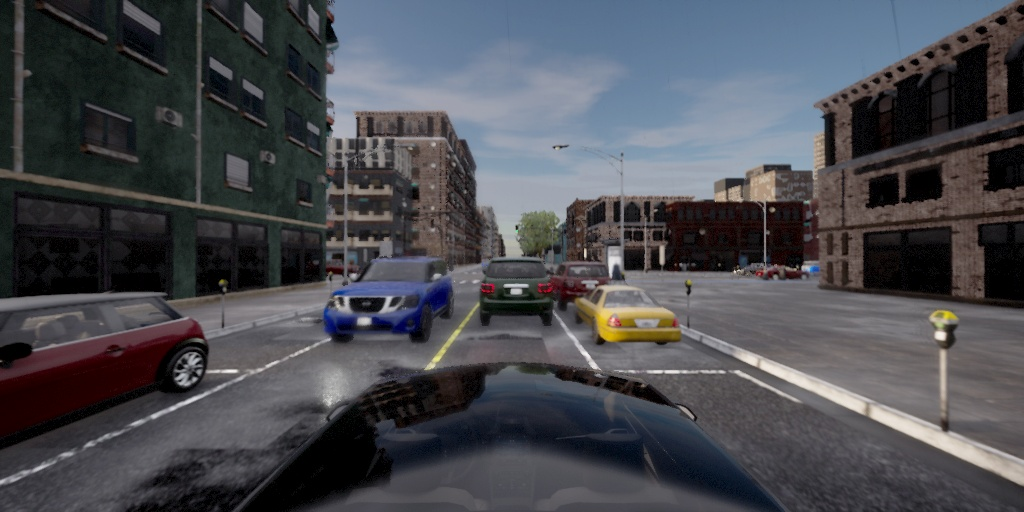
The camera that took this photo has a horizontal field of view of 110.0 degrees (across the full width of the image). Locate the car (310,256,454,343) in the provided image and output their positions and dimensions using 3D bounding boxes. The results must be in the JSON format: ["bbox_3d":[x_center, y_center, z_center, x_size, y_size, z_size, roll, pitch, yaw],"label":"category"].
[{"bbox_3d":[-3.072,1.027,10.254,2.150,2.045,5.566,0,0,0],"label":"car"}]

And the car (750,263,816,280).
[{"bbox_3d":[26.251,1.638,34.818,4.507,1.381,1.888,0,0,0],"label":"car"}]

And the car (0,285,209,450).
[{"bbox_3d":[-5.686,1.203,3.816,1.967,1.591,4.097,0,0,0],"label":"car"}]

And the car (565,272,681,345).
[{"bbox_3d":[2.713,1.325,9.498,1.751,1.417,4.829,0,0,0],"label":"car"}]

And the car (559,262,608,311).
[{"bbox_3d":[2.730,1.151,14.868,2.192,1.841,5.009,0,0,0],"label":"car"}]

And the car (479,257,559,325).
[{"bbox_3d":[0.136,1.044,12.342,2.150,2.045,5.566,0,0,0],"label":"car"}]

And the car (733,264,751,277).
[{"bbox_3d":[27.754,1.629,40.667,4.902,1.511,2.128,0,0,0],"label":"car"}]

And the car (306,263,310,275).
[{"bbox_3d":[-17.173,1.227,34.702,5.009,1.841,2.192,0,0,0],"label":"car"}]

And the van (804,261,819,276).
[{"bbox_3d":[37.268,1.543,43.293,3.998,1.789,1.690,0,0,0],"label":"van"}]
